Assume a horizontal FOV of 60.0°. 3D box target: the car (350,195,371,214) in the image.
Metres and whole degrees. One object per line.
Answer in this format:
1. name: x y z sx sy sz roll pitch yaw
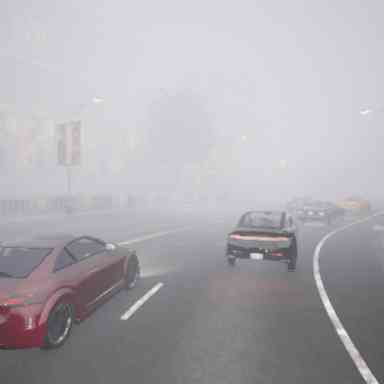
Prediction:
1. car: 14.310 1.002 29.057 1.801 1.575 5.366 1 1 37

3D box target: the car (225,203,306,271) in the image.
1. car: 2.361 1.316 10.420 2.128 1.511 4.902 1 1 19

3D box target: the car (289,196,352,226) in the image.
1. car: 8.180 1.213 20.813 2.033 1.411 5.357 1 1 36

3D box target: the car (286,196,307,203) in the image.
1. car: 9.671 1.082 28.582 2.033 1.411 5.357 1 1 37

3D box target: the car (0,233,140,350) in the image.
1. car: -2.471 1.443 6.145 1.994 1.385 4.181 0 1 11
